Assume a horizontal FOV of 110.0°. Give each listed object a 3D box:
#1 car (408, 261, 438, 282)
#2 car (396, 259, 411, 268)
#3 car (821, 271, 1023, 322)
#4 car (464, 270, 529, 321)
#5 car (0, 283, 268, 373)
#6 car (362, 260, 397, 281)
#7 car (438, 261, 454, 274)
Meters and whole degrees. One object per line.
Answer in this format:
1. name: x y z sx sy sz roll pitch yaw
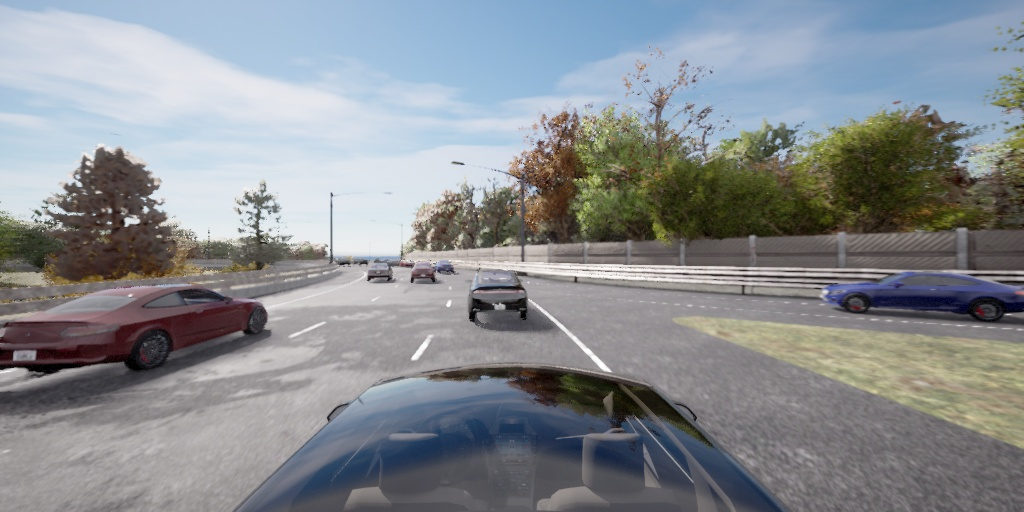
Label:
1. car: -7.317 1.304 29.408 1.812 1.442 4.674 0 0 -15
2. car: -18.085 1.421 62.180 1.895 1.301 4.718 0 0 -32
3. car: 13.407 1.228 12.006 4.674 1.442 1.812 0 0 33
4. car: -0.610 1.245 12.603 2.128 1.511 4.902 0 0 -6
5. car: -7.315 1.303 7.578 1.812 1.442 4.674 0 0 -4
6. car: -11.243 1.340 30.709 2.033 1.411 5.357 0 0 -16
7. car: -8.235 1.309 42.964 1.812 1.442 4.674 0 0 -21
